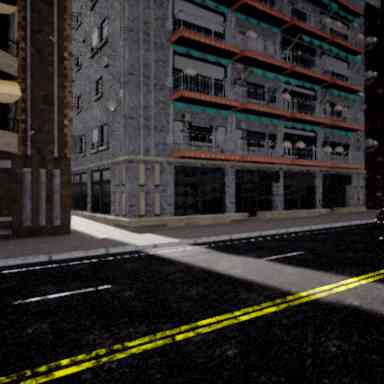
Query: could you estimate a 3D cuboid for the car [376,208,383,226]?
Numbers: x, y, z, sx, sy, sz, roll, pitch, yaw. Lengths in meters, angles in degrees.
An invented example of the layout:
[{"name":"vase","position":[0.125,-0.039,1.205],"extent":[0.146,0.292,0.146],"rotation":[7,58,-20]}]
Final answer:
[{"name":"car","position":[13.154,1.317,20.271],"extent":[4.892,1.490,1.837],"rotation":[0,0,-34]}]
